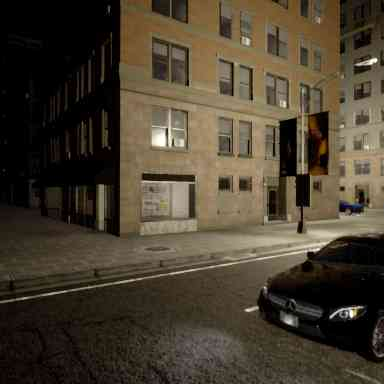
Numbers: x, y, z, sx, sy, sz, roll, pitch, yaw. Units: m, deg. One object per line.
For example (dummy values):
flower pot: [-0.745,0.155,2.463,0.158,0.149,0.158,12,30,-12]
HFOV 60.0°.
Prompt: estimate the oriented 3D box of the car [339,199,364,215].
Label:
car: [14.937,1.462,34.034,1.882,1.535,5.008,0,0,-35]

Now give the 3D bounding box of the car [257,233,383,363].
car: [3.249,1.526,5.997,4.674,1.442,1.812,0,0,-35]
